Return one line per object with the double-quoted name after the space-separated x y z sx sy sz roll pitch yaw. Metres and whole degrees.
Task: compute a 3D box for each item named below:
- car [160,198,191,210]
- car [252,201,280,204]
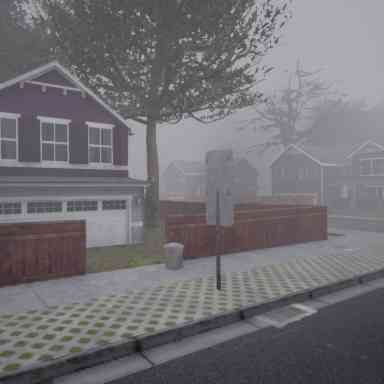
-1.729 1.374 35.835 1.882 1.535 5.008 -1 0 -36 "car"
5.856 1.450 25.455 1.837 1.490 4.892 -1 0 -36 "car"
